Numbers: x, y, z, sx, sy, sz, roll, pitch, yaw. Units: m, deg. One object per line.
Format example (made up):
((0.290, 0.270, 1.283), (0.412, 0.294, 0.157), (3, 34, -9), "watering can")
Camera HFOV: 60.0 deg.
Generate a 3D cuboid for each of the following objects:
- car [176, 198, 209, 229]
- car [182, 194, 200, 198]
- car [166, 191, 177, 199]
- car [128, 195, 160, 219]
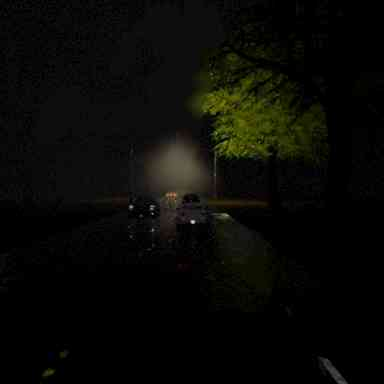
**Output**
((0.036, 1.351, 20.145), (1.812, 1.442, 4.674), (0, 1, 0), "car")
((-0.121, 0.994, 38.951), (2.097, 1.767, 4.553), (0, 1, -1), "car")
((-4.144, 0.562, 67.605), (2.097, 1.767, 4.553), (0, 1, -1), "car")
((-3.703, 1.118, 26.318), (2.097, 1.767, 4.553), (0, 1, 0), "car")
